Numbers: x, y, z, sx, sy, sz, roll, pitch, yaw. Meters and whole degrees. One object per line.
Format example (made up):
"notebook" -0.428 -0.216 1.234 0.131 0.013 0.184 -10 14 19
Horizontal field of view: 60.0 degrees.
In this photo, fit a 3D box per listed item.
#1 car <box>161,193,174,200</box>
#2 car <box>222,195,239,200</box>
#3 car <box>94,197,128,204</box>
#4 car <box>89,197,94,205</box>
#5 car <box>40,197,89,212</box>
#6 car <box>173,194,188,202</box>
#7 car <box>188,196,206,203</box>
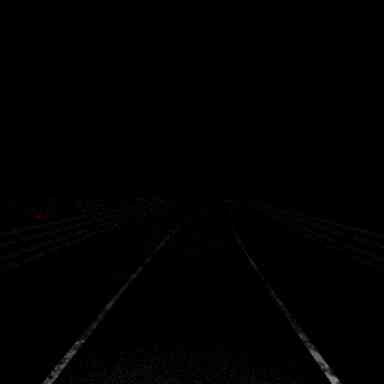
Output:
"car" -4.902 1.186 74.199 2.150 2.045 5.566 1 0 22
"car" 11.003 1.659 94.921 2.128 1.511 4.902 1 0 22
"car" -11.404 1.382 48.723 2.033 1.411 5.357 1 0 22
"car" -14.267 1.413 50.984 1.895 1.301 4.718 1 0 22
"car" -13.393 1.271 34.448 2.128 1.511 4.902 1 0 22
"car" -1.693 1.467 72.802 1.882 1.535 5.008 1 0 22
"car" 1.566 1.496 71.525 1.882 1.535 5.008 1 0 22
